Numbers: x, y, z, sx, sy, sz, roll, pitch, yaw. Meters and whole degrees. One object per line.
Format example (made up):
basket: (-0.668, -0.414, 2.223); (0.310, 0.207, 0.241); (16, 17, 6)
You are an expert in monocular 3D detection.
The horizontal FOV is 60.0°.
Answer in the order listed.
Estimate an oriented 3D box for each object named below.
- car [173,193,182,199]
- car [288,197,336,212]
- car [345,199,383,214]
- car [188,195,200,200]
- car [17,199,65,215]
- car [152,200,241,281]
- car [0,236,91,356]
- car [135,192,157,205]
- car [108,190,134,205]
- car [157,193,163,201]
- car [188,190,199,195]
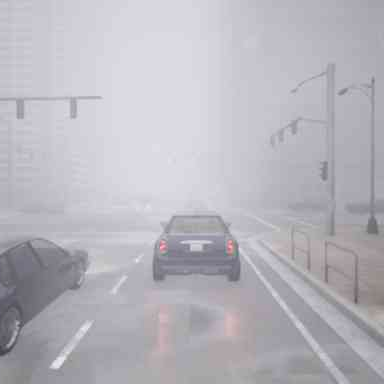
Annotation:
car: (-3.206, 0.835, 73.960); (2.033, 1.411, 5.357); (0, 0, 0)
car: (12.145, 1.236, 33.869); (4.674, 1.442, 1.812); (0, 0, 1)
car: (16.577, 1.341, 30.319); (4.718, 1.301, 1.895); (0, 0, 1)
car: (0.233, 1.271, 34.299); (1.994, 1.385, 4.181); (0, 0, 0)
car: (-13.488, 1.310, 29.695); (4.181, 1.385, 1.994); (0, 0, 21)
car: (0.118, 1.268, 9.722); (2.097, 1.767, 4.553); (0, 1, 0)
car: (-3.397, 1.496, 5.874); (2.033, 1.411, 5.357); (0, 0, -1)
car: (-6.875, 1.079, 49.719); (1.837, 1.490, 4.892); (0, 1, 1)
car: (-10.379, 0.935, 48.930); (2.097, 1.767, 4.553); (0, 0, 1)
car: (-6.763, 0.952, 64.592); (1.837, 1.490, 4.892); (0, 1, 1)
car: (0.295, 0.518, 73.975); (2.150, 2.045, 5.566); (0, 0, 0)
